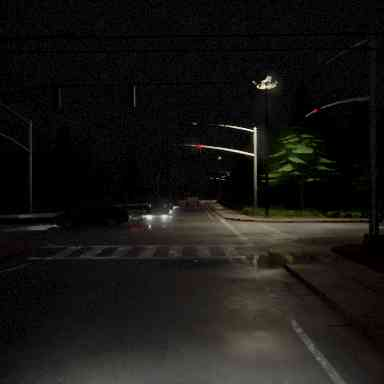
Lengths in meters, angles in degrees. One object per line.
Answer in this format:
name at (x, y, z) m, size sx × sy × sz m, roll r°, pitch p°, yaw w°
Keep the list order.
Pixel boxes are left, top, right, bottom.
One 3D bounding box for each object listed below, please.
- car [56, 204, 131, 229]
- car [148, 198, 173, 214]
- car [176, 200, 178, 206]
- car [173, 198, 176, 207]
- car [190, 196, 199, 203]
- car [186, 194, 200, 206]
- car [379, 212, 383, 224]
car at (-6.604, 1.612, 22.340) m, size 4.892 × 1.490 × 1.837 m, roll -1°, pitch 0°, yaw 1°
car at (-3.615, 1.463, 36.671) m, size 2.097 × 1.767 × 4.553 m, roll 0°, pitch 0°, yaw 0°
car at (-3.512, 1.723, 56.621) m, size 1.994 × 1.385 × 4.181 m, roll 0°, pitch 0°, yaw 1°
car at (-3.601, 1.640, 46.541) m, size 1.837 × 1.490 × 4.892 m, roll 0°, pitch 0°, yaw 0°
car at (0.553, 1.656, 73.181) m, size 1.882 × 1.535 × 5.008 m, roll 0°, pitch 0°, yaw 2°
car at (0.182, 1.358, 58.148) m, size 2.150 × 2.045 × 5.566 m, roll 0°, pitch -1°, yaw 1°
car at (14.916, 1.609, 21.959) m, size 4.718 × 1.301 × 1.895 m, roll 0°, pitch 0°, yaw 1°
